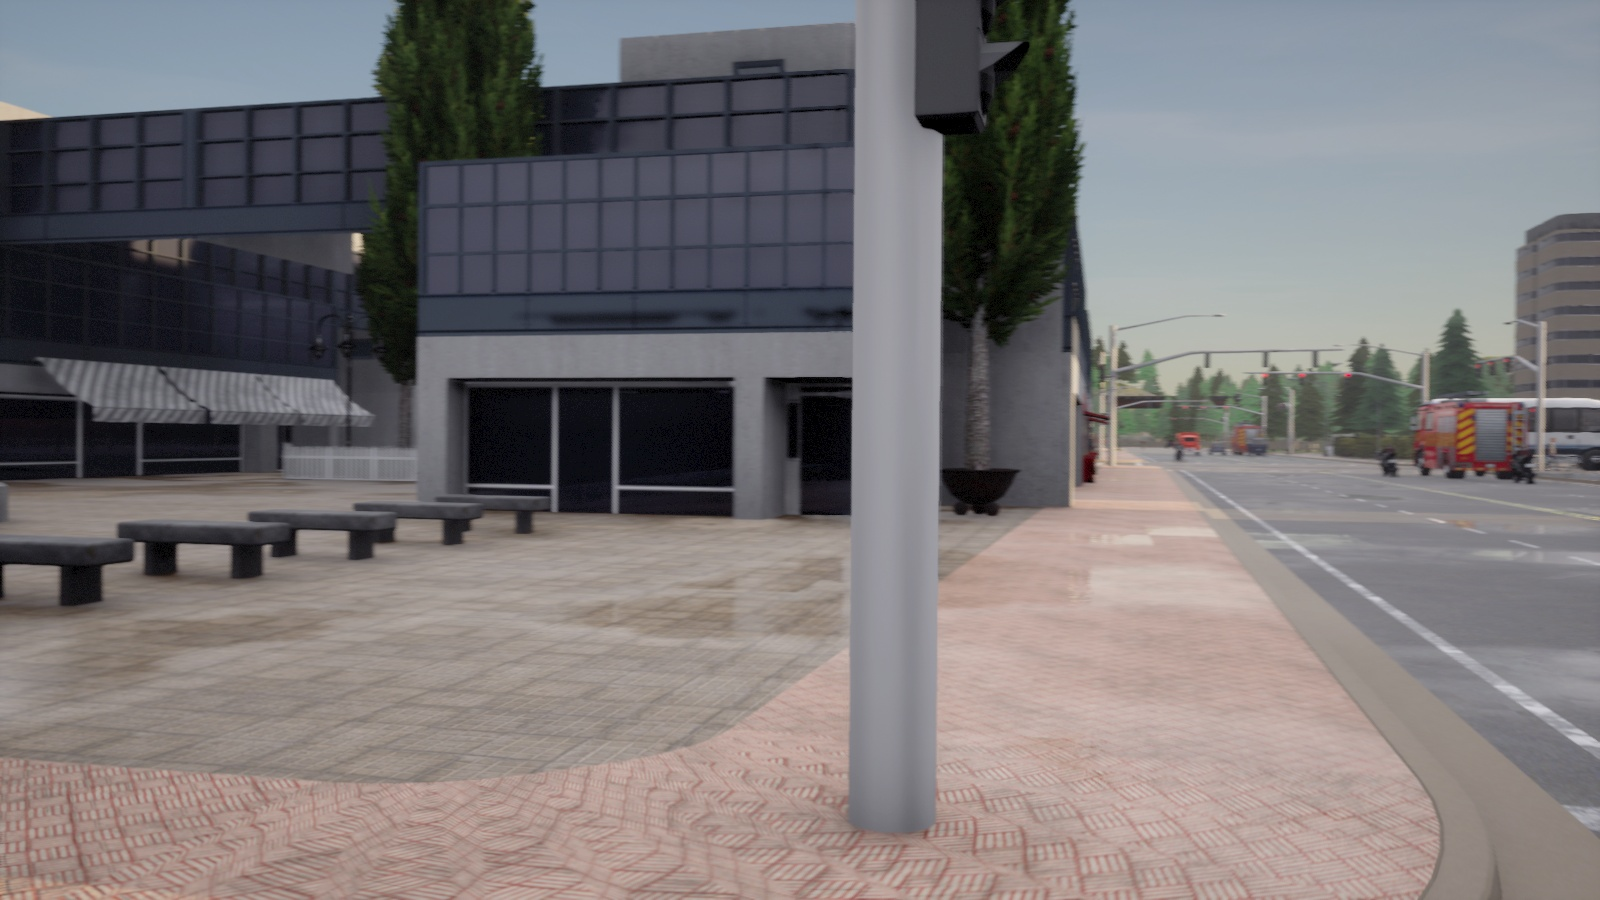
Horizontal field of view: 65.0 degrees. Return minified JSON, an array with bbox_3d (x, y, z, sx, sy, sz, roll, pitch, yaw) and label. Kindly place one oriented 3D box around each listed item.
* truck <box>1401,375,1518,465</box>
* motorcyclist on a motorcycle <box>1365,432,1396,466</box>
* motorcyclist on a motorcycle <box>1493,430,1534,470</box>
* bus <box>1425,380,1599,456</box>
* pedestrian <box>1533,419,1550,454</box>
[{"bbox_3d":[30.339,-1.319,58.133,2.891,3.827,8.468,-1,1,14],"label":"truck"},{"bbox_3d":[26.602,-0.066,57.586,0.866,1.530,2.191,-1,1,14],"label":"motorcyclist on a motorcycle"},{"bbox_3d":[28.098,-0.005,49.461,0.866,1.530,2.191,-1,1,15],"label":"motorcyclist on a motorcycle"},{"bbox_3d":[42.679,-1.844,74.104,10.273,4.253,3.944,0,2,26],"label":"bus"},{"bbox_3d":[39.226,-0.690,66.466,0.706,1.836,0.354,-1,1,16],"label":"pedestrian"}]
